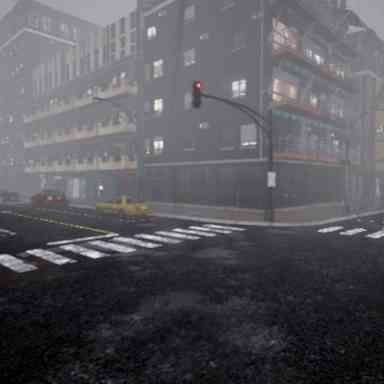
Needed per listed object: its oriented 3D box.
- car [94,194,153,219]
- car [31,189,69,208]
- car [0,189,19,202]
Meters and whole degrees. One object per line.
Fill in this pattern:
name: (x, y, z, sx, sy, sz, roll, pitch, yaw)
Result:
car: (-4.503, 0.844, 21.292, 4.829, 1.417, 1.752, 2, 3, 44)
car: (-12.386, 0.498, 28.809, 4.097, 1.590, 1.967, 2, 3, 44)
car: (-20.393, 0.344, 36.452, 4.403, 1.369, 2.008, 2, 3, 44)
